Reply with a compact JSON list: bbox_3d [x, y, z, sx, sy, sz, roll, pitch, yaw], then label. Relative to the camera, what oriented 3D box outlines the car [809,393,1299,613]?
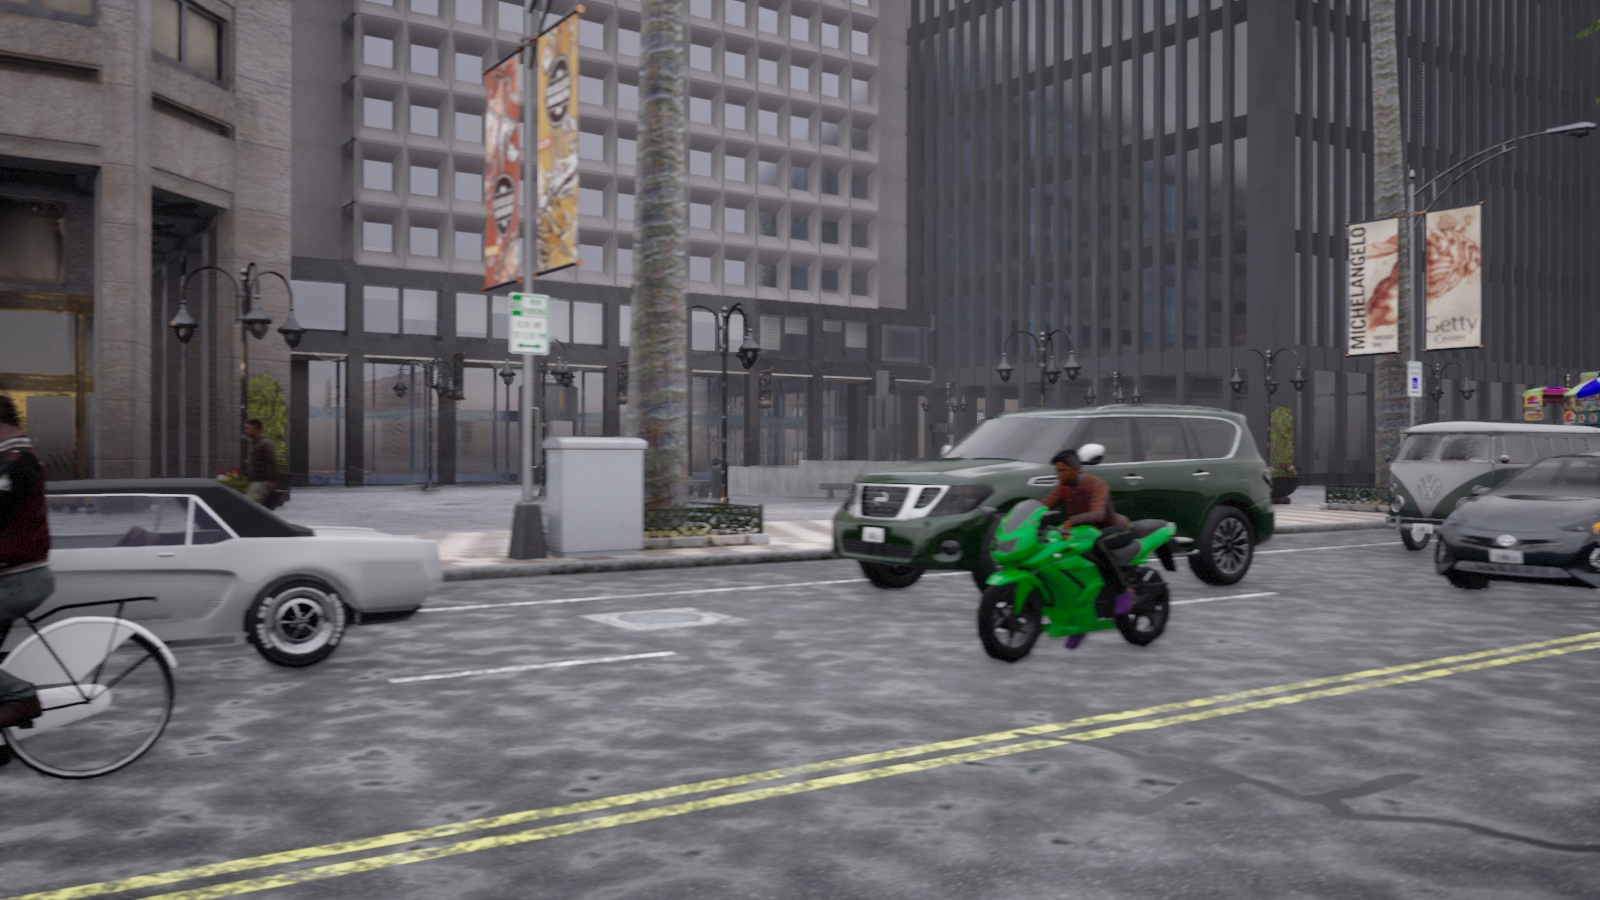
[{"bbox_3d":[2.996,0.491,14.147,5.566,2.045,2.150,0,0,-35],"label":"car"}]

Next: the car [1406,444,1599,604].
[{"bbox_3d":[8.963,0.706,13.965,4.514,1.525,2.007,0,0,-34],"label":"car"}]

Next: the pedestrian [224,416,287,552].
[{"bbox_3d":[-7.520,0.458,17.343,0.703,1.840,0.431,0,0,-41],"label":"pedestrian"}]

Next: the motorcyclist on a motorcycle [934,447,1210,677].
[{"bbox_3d":[2.028,0.744,9.248,2.044,1.523,0.797,0,0,-34],"label":"motorcyclist on a motorcycle"}]

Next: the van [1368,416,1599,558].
[{"bbox_3d":[10.953,0.521,19.548,4.442,1.987,1.775,0,0,-34],"label":"van"}]

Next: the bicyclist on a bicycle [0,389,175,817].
[{"bbox_3d":[-3.728,0.636,5.336,1.843,1.776,0.659,0,0,-34],"label":"bicyclist on a bicycle"}]

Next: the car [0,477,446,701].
[{"bbox_3d":[-5.067,0.876,8.638,4.718,1.301,1.895,0,0,-34],"label":"car"}]
